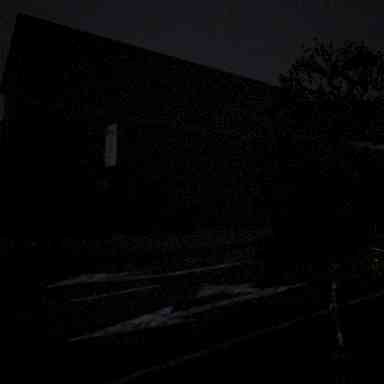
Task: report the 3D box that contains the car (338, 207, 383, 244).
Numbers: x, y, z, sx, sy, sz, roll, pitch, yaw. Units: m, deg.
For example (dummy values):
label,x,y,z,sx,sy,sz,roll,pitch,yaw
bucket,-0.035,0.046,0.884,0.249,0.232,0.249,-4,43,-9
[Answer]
label,x,y,z,sx,sy,sz,roll,pitch,yaw
car,8.724,1.467,15.978,5.008,1.535,2.097,0,0,-31
